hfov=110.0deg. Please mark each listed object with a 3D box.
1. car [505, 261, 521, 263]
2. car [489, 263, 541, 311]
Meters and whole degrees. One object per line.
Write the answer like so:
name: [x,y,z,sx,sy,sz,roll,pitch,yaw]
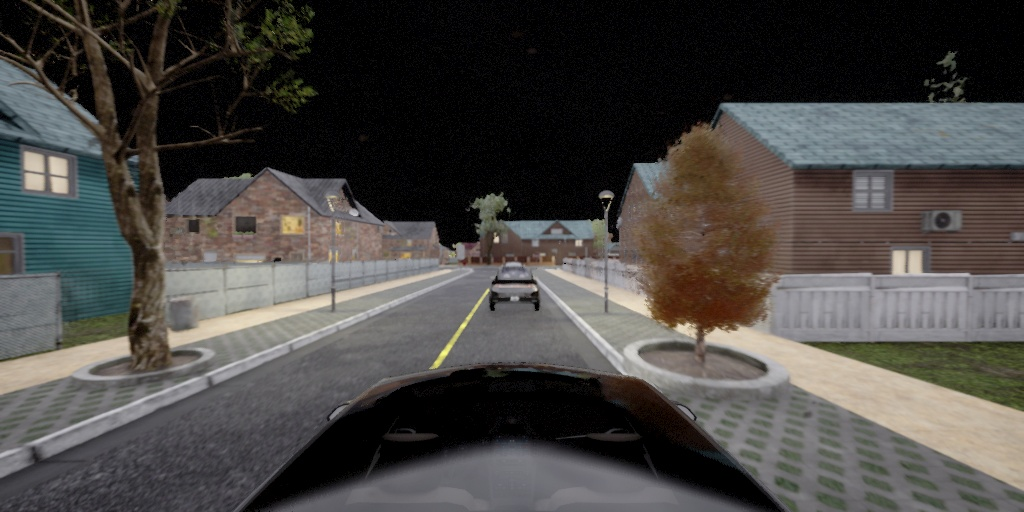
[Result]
car: [0.109,1.160,30.170,1.882,1.535,5.008,0,0,0]
car: [0.100,1.204,14.322,2.128,1.511,4.902,0,0,0]
